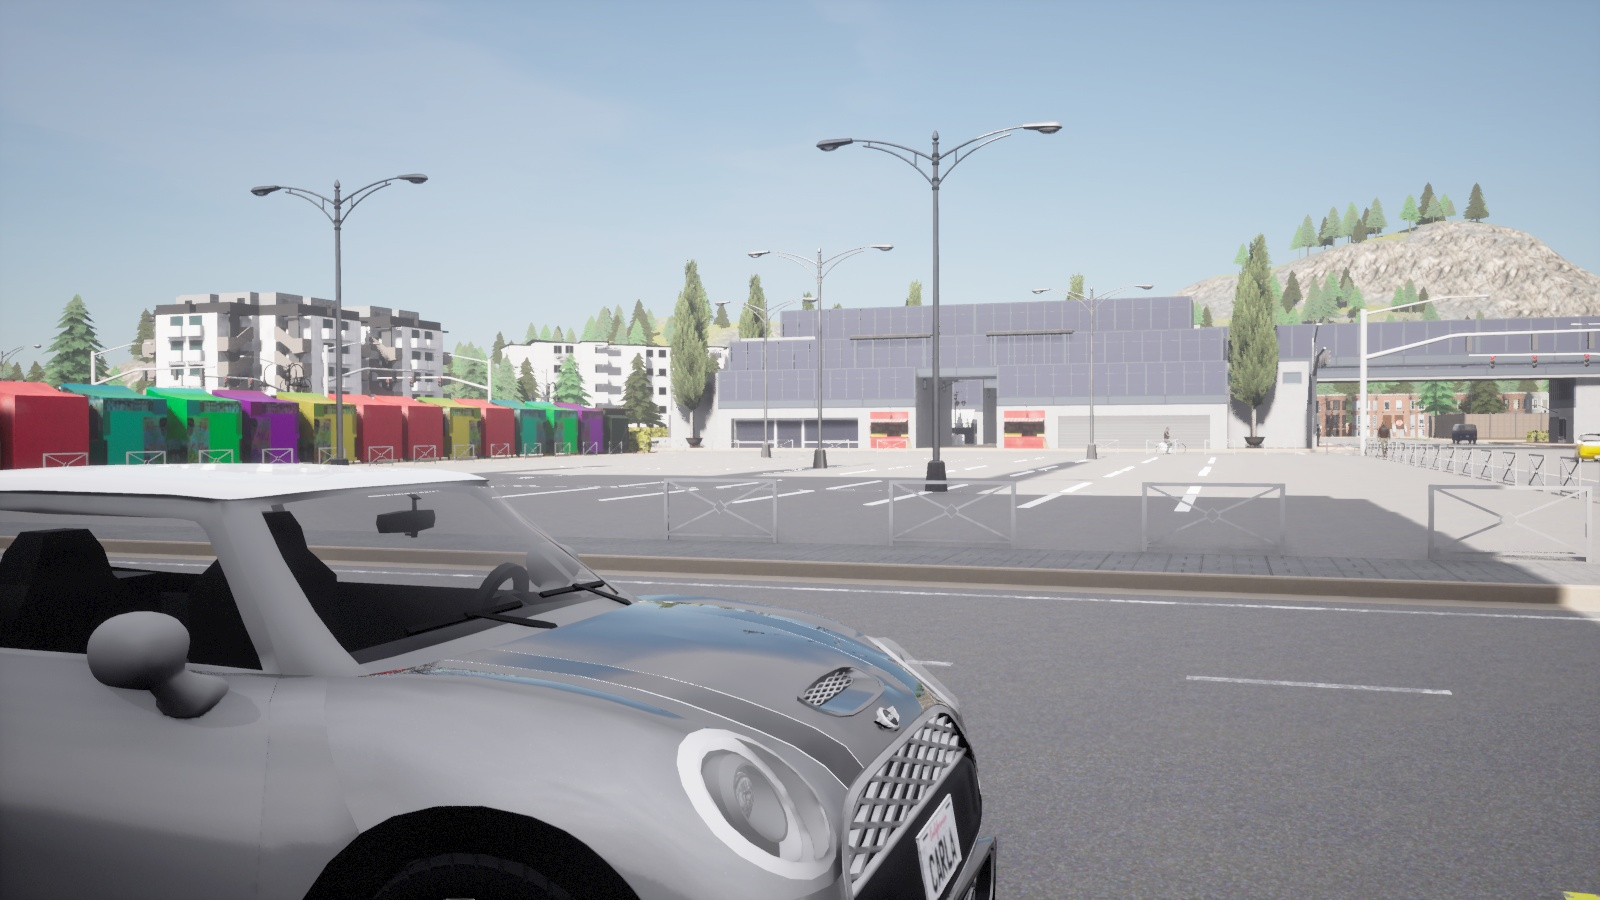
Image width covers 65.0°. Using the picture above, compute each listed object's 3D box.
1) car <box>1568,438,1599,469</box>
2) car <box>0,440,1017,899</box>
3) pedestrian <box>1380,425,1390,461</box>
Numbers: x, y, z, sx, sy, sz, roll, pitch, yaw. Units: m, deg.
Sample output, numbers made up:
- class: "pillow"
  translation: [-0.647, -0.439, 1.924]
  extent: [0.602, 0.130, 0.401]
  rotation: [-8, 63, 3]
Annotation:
- class: "car"
  translation: [36.219, 0.154, 57.368]
  extent: [1.481, 1.376, 2.207]
  rotation: [1, 1, 20]
- class: "car"
  translation: [-1.428, 0.728, 3.672]
  extent: [3.806, 1.475, 1.970]
  rotation: [1, 1, 18]
- class: "pedestrian"
  translation: [29.431, -0.361, 63.221]
  extent: [0.431, 1.840, 0.703]
  rotation: [1, 1, 24]
